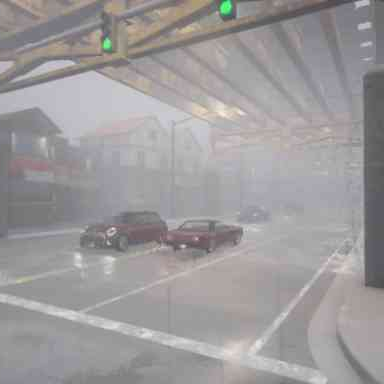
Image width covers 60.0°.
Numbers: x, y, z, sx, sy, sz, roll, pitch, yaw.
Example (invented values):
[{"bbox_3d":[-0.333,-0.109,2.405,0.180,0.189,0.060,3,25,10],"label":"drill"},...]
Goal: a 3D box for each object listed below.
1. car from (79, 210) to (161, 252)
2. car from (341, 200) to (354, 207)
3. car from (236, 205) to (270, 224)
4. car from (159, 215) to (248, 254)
[{"bbox_3d":[-3.107,1.682,15.823,2.097,1.767,4.553,-1,-1,29],"label":"car"},{"bbox_3d":[36.450,2.687,78.608,2.033,1.411,5.357,-1,-1,29],"label":"car"},{"bbox_3d":[5.847,2.015,31.679,2.097,1.767,4.553,-1,-1,30],"label":"car"},{"bbox_3d":[0.717,1.924,15.273,1.895,1.301,4.718,-1,-1,29],"label":"car"}]
